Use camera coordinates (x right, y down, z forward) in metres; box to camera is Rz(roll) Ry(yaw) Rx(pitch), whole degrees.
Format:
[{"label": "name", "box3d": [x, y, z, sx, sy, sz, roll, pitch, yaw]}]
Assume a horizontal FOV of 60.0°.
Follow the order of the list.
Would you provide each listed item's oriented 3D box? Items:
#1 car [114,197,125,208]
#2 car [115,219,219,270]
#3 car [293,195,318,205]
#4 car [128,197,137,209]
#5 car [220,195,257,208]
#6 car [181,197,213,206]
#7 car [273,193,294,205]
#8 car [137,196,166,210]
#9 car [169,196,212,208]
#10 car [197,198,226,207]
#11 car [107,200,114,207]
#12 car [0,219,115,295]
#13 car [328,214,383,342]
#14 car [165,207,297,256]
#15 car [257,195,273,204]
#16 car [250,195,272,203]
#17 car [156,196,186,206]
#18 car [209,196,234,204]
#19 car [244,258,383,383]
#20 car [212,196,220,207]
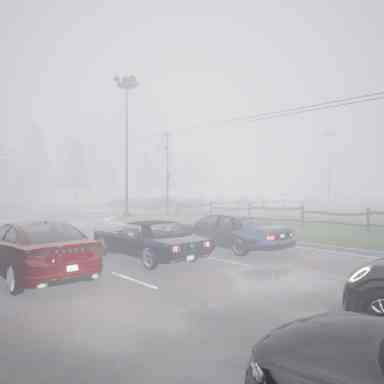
[{"label": "car", "box3d": [-8.272, 1.600, 47.852, 4.718, 1.301, 1.895, 0, 0, -43]}, {"label": "car", "box3d": [-1.531, 1.601, 11.187, 1.895, 1.301, 4.718, 0, 0, -42]}, {"label": "car", "box3d": [20.734, 1.600, 59.895, 4.718, 1.301, 1.895, 0, 0, -42]}, {"label": "car", "box3d": [-5.934, 1.547, 45.255, 5.357, 1.411, 2.033, 0, 0, -43]}, {"label": "car", "box3d": [6.696, 1.351, 47.268, 4.553, 1.767, 2.097, 0, 0, -42]}, {"label": "car", "box3d": [0.870, 1.546, 56.148, 5.357, 1.411, 2.033, 0, 0, -42]}, {"label": "car", "box3d": [16.940, 1.223, 61.186, 5.566, 2.045, 2.150, 0, 0, -42]}, {"label": "car", "box3d": [-4.171, 1.351, 42.103, 4.553, 1.767, 2.097, 0, 0, -43]}, {"label": "car", "box3d": [-0.281, 1.491, 40.950, 4.902, 1.511, 2.128, 0, 0, -42]}, {"label": "car", "box3d": [3.215, 1.600, 53.550, 4.718, 1.301, 1.895, 0, 0, -42]}, {"label": "car", "box3d": [-10.554, 1.504, 50.505, 4.892, 1.490, 1.837, 0, 0, -43]}, {"label": "car", "box3d": [-4.223, 1.477, 8.943, 1.882, 1.535, 5.008, 0, 0, -42]}, {"label": "car", "box3d": [4.602, 1.352, 4.612, 2.097, 1.767, 4.553, 0, 0, -43]}, {"label": "car", "box3d": [1.382, 1.547, 13.187, 2.033, 1.411, 5.357, 0, 0, -43]}, {"label": "car", "box3d": [12.358, 1.526, 61.772, 4.674, 1.442, 1.812, -1, 1, -42]}, {"label": "car", "box3d": [14.147, 1.477, 68.013, 5.008, 1.535, 1.882, 0, 0, -42]}, {"label": "car", "box3d": [-3.526, 1.477, 56.891, 5.008, 1.535, 1.882, 0, 0, -42]}, {"label": "car", "box3d": [5.886, 1.491, 65.329, 4.902, 1.511, 2.128, 0, 0, -42]}, {"label": "car", "box3d": [2.481, 1.492, 1.749, 2.128, 1.511, 4.902, 0, 0, -43]}, {"label": "car", "box3d": [3.422, 1.525, 49.022, 4.674, 1.442, 1.812, 0, 0, -42]}]
